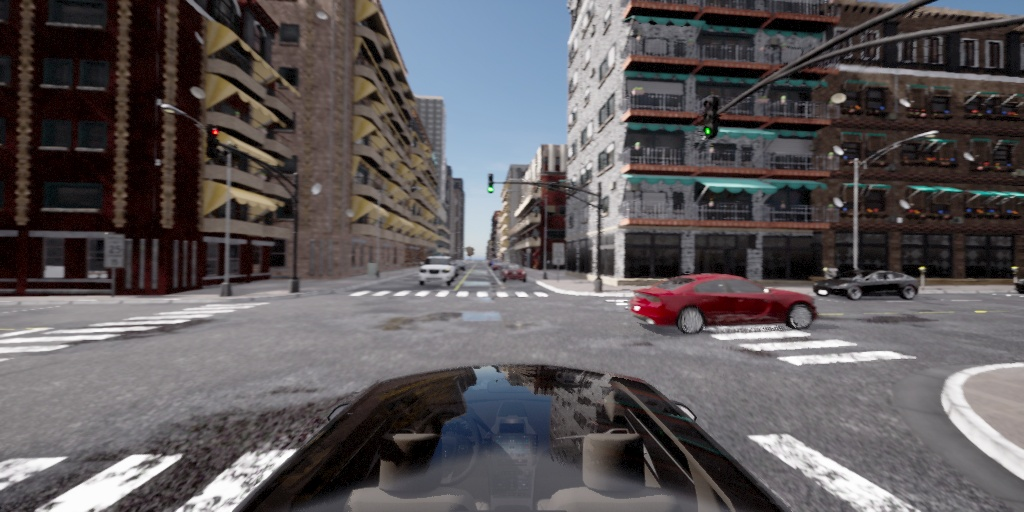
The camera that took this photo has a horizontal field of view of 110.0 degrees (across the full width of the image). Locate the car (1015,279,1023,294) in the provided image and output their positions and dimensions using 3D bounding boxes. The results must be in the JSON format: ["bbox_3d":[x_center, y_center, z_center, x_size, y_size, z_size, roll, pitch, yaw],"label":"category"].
[{"bbox_3d":[28.114,1.315,18.025,4.313,1.339,1.948,0,0,-5],"label":"car"}]

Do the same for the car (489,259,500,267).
[{"bbox_3d":[-2.353,1.599,57.713,1.802,1.307,4.207,0,0,-5],"label":"car"}]

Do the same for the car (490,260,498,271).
[{"bbox_3d":[-1.872,1.575,52.200,1.802,1.307,4.207,0,0,-5],"label":"car"}]

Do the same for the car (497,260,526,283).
[{"bbox_3d":[0.047,1.341,30.147,1.967,1.591,4.097,0,0,-5],"label":"car"}]

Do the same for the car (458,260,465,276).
[{"bbox_3d":[-6.300,1.336,36.484,2.128,1.511,4.902,1,0,-5],"label":"car"}]

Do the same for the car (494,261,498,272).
[{"bbox_3d":[-0.433,1.474,35.660,2.007,1.370,4.403,0,0,-5],"label":"car"}]

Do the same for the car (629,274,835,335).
[{"bbox_3d":[5.944,1.257,10.272,5.008,1.535,1.882,-1,0,-5],"label":"car"}]

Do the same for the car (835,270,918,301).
[{"bbox_3d":[16.823,1.332,17.114,4.313,1.339,1.948,0,0,-5],"label":"car"}]

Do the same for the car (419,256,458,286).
[{"bbox_3d":[-5.436,1.025,26.566,2.150,2.045,5.566,1,0,-5],"label":"car"}]

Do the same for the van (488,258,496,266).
[{"bbox_3d":[-2.833,1.383,63.227,1.690,1.789,3.998,0,0,-5],"label":"van"}]
